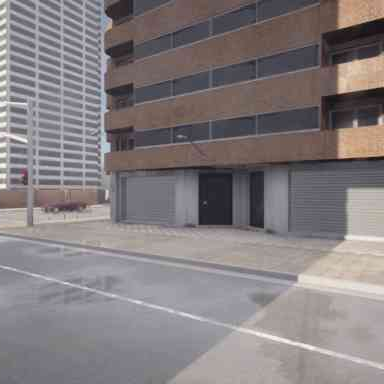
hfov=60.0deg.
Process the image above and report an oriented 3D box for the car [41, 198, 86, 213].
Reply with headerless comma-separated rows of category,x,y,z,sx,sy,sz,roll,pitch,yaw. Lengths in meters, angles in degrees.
car,-14.151,1.478,36.930,1.882,1.535,5.008,0,0,35
